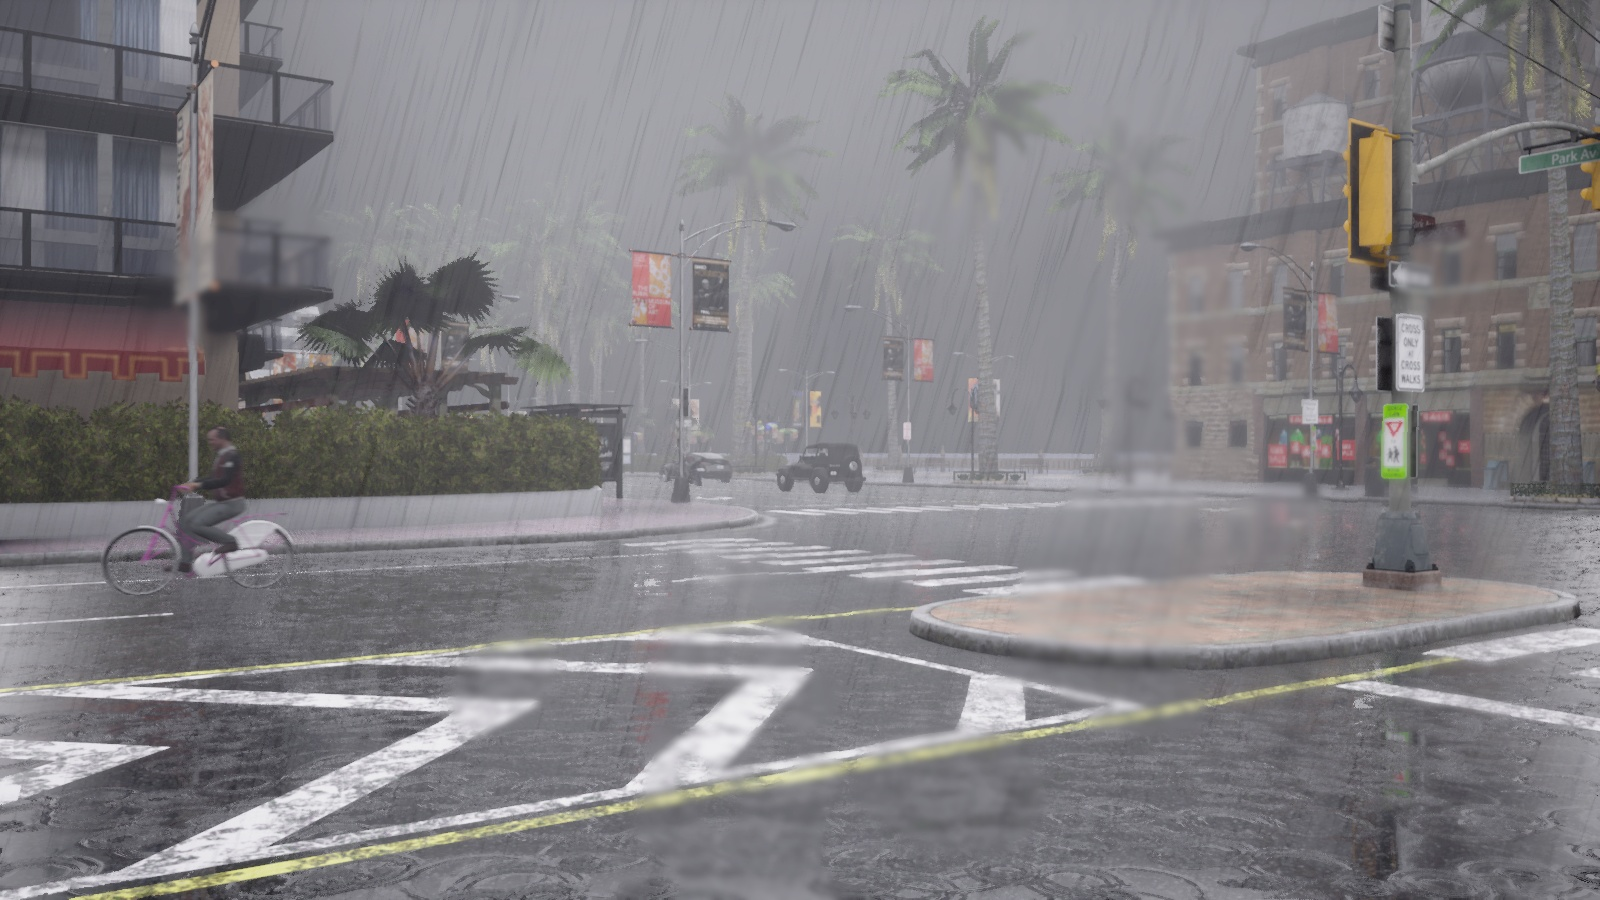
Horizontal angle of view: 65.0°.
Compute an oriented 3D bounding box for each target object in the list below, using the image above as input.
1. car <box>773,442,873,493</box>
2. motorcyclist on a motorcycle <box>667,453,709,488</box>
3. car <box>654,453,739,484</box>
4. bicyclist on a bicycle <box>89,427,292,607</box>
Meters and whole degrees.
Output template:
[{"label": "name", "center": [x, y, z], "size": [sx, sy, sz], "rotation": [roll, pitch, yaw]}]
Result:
[{"label": "car", "center": [0.823, 0.648, 47.854], "size": [1.905, 1.878, 3.866], "rotation": [0, 0, -34]}, {"label": "motorcyclist on a motorcycle", "center": [-5.048, 0.920, 56.473], "size": [0.866, 1.530, 2.191], "rotation": [0, 0, -35]}, {"label": "car", "center": [-5.220, 0.900, 62.885], "size": [2.163, 1.488, 4.792], "rotation": [0, 0, -34]}, {"label": "bicyclist on a bicycle", "center": [-6.396, 0.661, 13.220], "size": [1.843, 1.776, 0.659], "rotation": [0, 0, -35]}]
